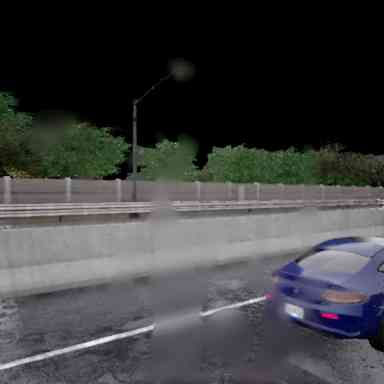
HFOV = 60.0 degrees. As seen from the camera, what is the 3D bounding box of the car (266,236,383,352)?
[{"bbox_3d":[3.355,1.554,6.142,4.674,1.442,1.812,0,0,-36],"label":"car"}]
